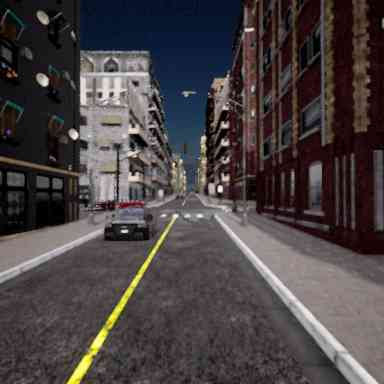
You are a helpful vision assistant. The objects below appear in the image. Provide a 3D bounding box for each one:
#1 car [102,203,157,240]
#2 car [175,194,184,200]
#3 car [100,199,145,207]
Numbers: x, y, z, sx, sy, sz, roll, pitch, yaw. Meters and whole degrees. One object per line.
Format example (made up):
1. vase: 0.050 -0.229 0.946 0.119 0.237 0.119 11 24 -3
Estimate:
1. car: -2.822 1.439 15.917 1.994 1.385 4.181 0 0 0
2. car: -2.747 1.070 76.653 1.994 1.385 4.181 0 0 0
3. car: -7.274 1.361 35.696 4.718 1.301 1.895 -1 -1 -1
